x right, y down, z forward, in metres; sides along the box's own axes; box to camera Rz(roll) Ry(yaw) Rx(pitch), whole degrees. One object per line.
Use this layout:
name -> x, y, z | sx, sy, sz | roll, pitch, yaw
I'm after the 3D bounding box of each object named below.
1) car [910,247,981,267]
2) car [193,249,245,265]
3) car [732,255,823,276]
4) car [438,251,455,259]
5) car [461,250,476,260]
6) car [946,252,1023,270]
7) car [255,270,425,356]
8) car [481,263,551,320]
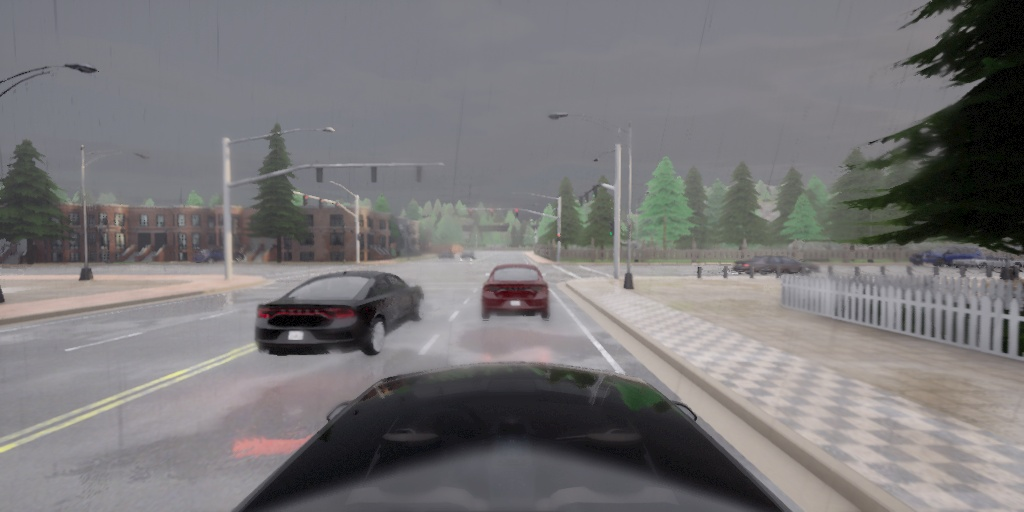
car -> 43.572, 0.078, 35.957 | 5.566, 2.045, 2.150 | 0, 2, 1
car -> -32.879, -0.060, 40.386 | 2.097, 1.767, 4.553 | 0, 3, 15
car -> 18.665, 0.671, 25.400 | 5.357, 1.411, 2.033 | 0, 2, 0
car -> -10.287, -0.161, 56.400 | 1.994, 1.385, 4.181 | 0, 2, 1
car -> -6.786, -0.194, 56.269 | 1.812, 1.442, 4.674 | 0, 2, 1
car -> 43.098, 0.549, 32.476 | 4.718, 1.301, 1.895 | 0, 2, 1
car -> -3.408, 1.052, 8.184 | 1.882, 1.535, 5.008 | 0, 2, 1
car -> 0.121, 0.967, 11.411 | 1.882, 1.535, 5.008 | 0, 2, 1
